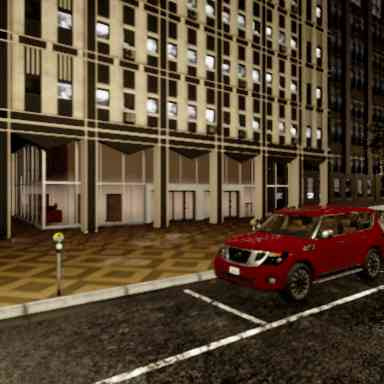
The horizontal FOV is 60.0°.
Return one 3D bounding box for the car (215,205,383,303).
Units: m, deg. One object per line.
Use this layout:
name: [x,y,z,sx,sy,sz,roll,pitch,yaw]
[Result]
car: [2.931,1.310,8.364,5.009,1.841,2.192,0,0,-35]
